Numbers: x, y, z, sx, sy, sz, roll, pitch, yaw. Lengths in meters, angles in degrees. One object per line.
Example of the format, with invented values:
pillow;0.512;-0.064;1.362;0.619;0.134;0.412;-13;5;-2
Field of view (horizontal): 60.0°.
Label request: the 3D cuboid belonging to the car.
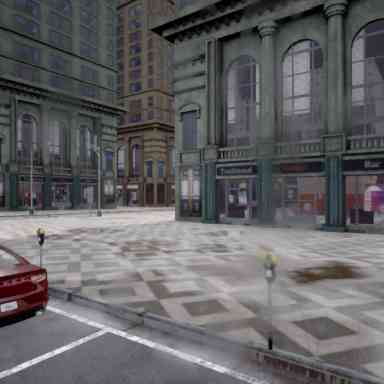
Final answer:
car;-4.493;1.545;6.170;4.507;1.381;1.887;0;0;35
